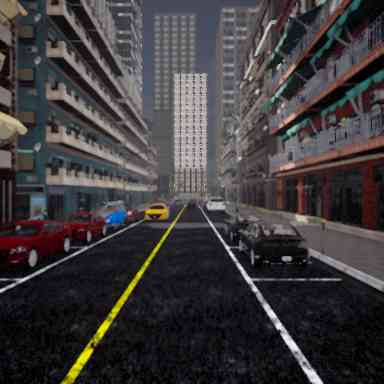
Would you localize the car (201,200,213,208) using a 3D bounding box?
[{"bbox_3d":[2.722,2.215,61.323,2.008,1.369,4.403,-1,-1,0],"label":"car"}]

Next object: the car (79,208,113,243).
[{"bbox_3d":[-5.688,1.728,17.158,1.887,1.381,4.507,0,-1,0],"label":"car"}]

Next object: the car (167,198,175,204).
[{"bbox_3d":[-5.642,2.411,88.959,1.967,1.590,4.097,-1,-1,0],"label":"car"}]

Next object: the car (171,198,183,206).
[{"bbox_3d":[-2.955,2.299,71.975,1.812,1.442,4.674,0,-1,0],"label":"car"}]

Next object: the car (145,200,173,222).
[{"bbox_3d":[-3.079,1.799,30.034,1.882,1.535,5.008,0,-1,0],"label":"car"}]

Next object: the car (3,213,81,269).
[{"bbox_3d":[-5.691,1.669,11.634,1.887,1.381,4.507,0,-1,0],"label":"car"}]

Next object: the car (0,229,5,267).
[{"bbox_3d":[-5.695,1.632,6.110,1.947,1.339,4.313,0,-1,0],"label":"car"}]

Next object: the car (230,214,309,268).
[{"bbox_3d":[2.689,1.675,11.615,2.008,1.369,4.403,-1,-1,0],"label":"car"}]

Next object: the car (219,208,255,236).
[{"bbox_3d":[2.693,1.734,17.138,2.008,1.369,4.403,-1,-1,0],"label":"car"}]

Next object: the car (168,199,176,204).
[{"bbox_3d":[-5.638,2.578,94.482,1.887,1.381,4.507,-1,-1,0],"label":"car"}]

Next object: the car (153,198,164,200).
[{"bbox_3d":[-5.665,1.918,55.821,2.192,1.841,5.009,-1,-1,0],"label":"car"}]

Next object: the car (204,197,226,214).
[{"bbox_3d":[3.027,1.683,42.591,2.150,2.045,5.566,0,-1,0],"label":"car"}]

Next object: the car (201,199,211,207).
[{"bbox_3d":[2.725,2.252,67.016,1.752,1.417,4.829,-1,-1,0],"label":"car"}]

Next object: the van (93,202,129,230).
[{"bbox_3d":[-5.686,1.584,22.683,1.690,1.788,3.998,-1,-1,0],"label":"van"}]

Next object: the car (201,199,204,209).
[{"bbox_3d":[2.718,2.148,55.800,1.887,1.381,4.507,-1,-1,0],"label":"car"}]

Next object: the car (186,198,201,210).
[{"bbox_3d":[0.035,2.155,54.700,1.994,1.385,4.181,0,-1,0],"label":"car"}]

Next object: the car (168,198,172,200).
[{"bbox_3d":[-5.648,2.430,77.911,1.802,1.307,4.206,-1,-1,0],"label":"car"}]

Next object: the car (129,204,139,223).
[{"bbox_3d":[-5.682,1.742,28.205,1.967,1.590,4.097,-1,-1,0],"label":"car"}]

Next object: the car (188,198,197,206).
[{"bbox_3d":[0.045,2.135,71.427,1.837,1.490,4.892,0,-1,0],"label":"car"}]

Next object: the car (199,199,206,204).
[{"bbox_3d":[2.740,2.516,88.939,1.887,1.381,4.507,-1,-1,0],"label":"car"}]
